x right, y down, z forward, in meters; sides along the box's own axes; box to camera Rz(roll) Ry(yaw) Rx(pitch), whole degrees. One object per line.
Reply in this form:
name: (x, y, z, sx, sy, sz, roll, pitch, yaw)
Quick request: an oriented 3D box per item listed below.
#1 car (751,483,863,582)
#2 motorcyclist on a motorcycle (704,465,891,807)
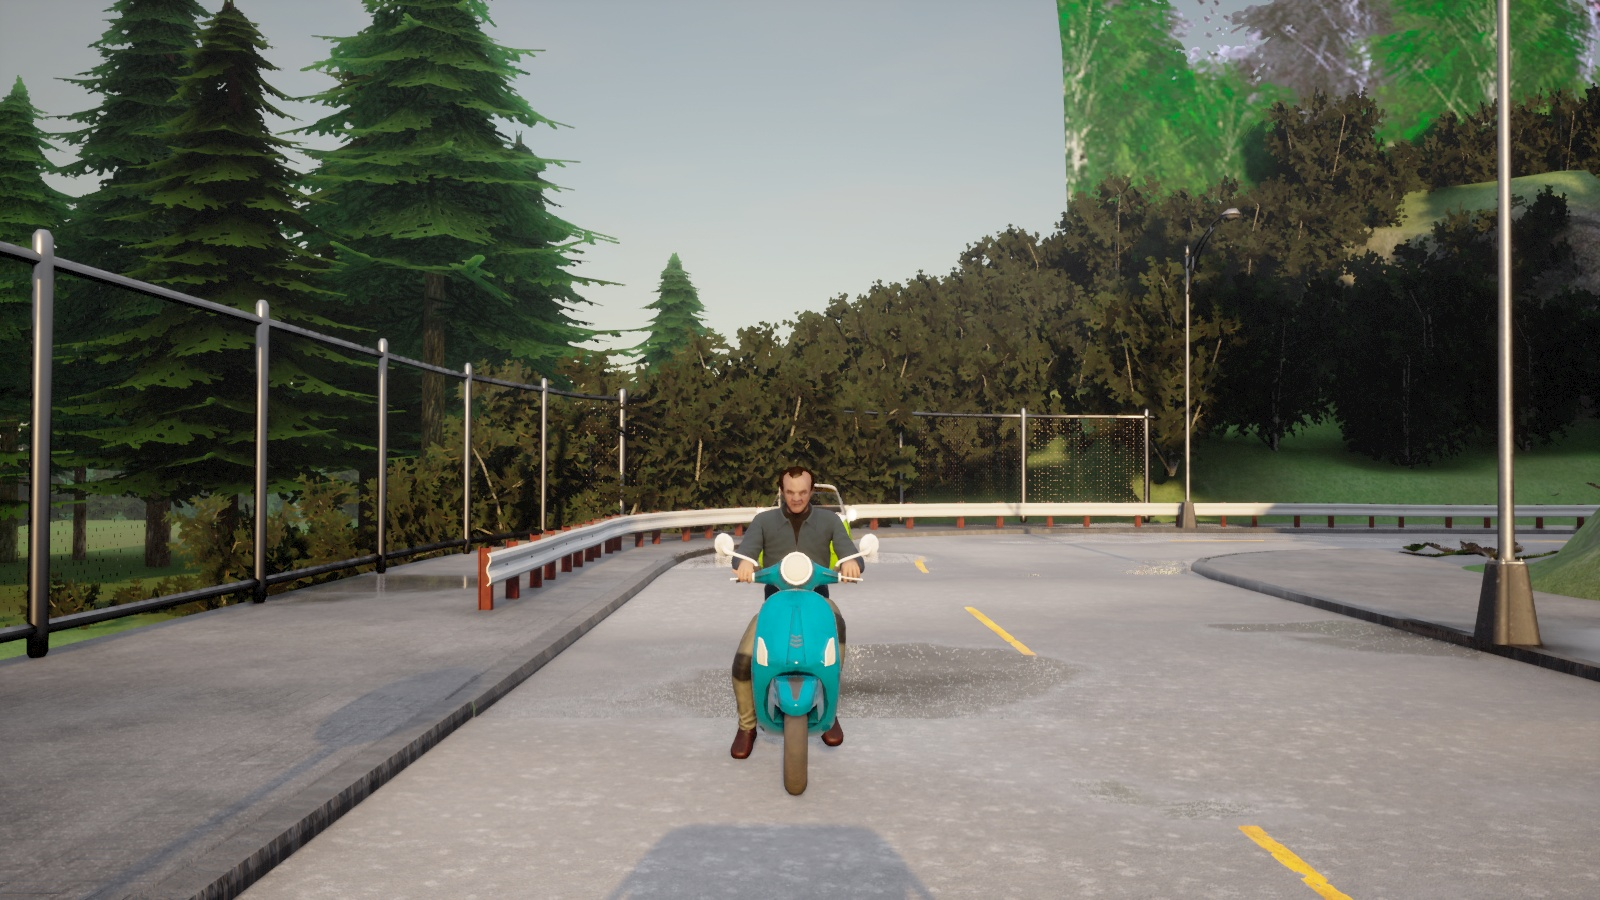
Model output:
car: (0.149, 1.182, 18.677, 1.481, 1.376, 2.207, 0, -1, 5)
motorcyclist on a motorcycle: (-0.012, 0.881, 6.766, 0.866, 1.590, 1.817, 0, -1, 0)
